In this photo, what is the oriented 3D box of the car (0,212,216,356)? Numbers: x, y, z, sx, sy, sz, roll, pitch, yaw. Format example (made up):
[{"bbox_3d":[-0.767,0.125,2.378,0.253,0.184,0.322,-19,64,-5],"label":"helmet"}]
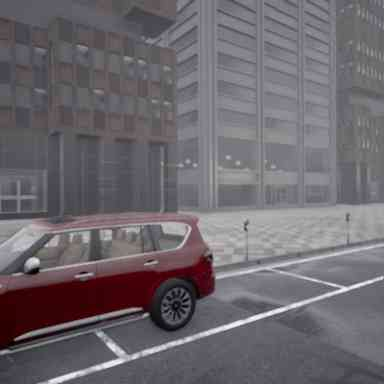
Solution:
[{"bbox_3d":[-1.893,1.311,5.301,5.009,1.841,2.192,0,0,-36],"label":"car"}]
